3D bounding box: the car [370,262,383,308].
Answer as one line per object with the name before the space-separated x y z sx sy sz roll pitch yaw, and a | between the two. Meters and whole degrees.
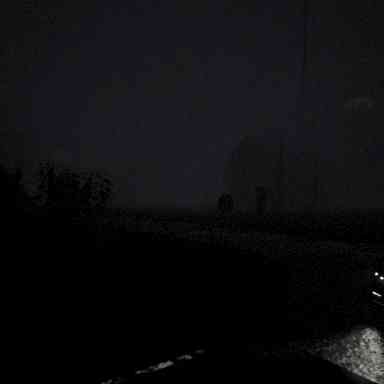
car | 5.626 1.602 6.960 4.902 1.511 2.128 1 -1 -35
